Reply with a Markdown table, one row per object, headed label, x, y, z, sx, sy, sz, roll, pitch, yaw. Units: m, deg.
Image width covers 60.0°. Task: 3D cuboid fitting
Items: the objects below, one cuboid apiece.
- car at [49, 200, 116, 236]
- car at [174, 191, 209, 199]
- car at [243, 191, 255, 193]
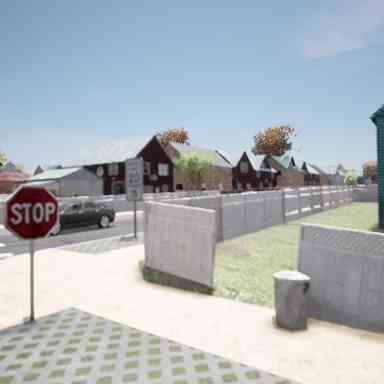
| label | x | y | z | sx | sy | sz | roll | pitch | yaw |
| --- | --- | --- | --- | --- | --- | --- | --- | --- | --- |
| car | -6.053 | 1.211 | 16.604 | 1.837 | 1.490 | 4.892 | -1 | 1 | 35 |
| car | -0.199 | 0.784 | 24.919 | 2.097 | 1.767 | 4.553 | -1 | 1 | 35 |
| car | 5.736 | 0.682 | 33.328 | 1.812 | 1.442 | 4.674 | -1 | 1 | 36 |
